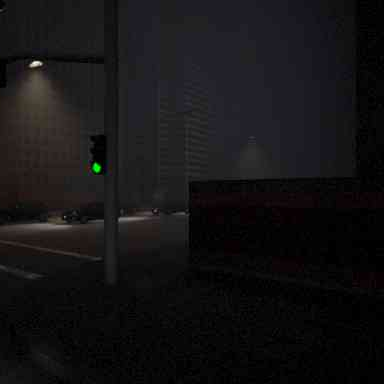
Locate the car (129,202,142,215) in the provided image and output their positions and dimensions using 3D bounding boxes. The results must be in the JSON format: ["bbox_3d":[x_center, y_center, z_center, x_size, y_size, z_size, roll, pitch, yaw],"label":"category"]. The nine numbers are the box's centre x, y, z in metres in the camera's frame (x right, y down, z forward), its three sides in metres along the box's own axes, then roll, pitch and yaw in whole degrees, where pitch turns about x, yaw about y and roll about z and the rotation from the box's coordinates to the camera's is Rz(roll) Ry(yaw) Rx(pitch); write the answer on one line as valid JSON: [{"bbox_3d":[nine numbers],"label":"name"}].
[{"bbox_3d":[-7.159,1.547,31.503,2.033,1.411,5.357,0,0,36],"label":"car"}]

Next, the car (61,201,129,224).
[{"bbox_3d":[-7.437,1.505,25.146,1.837,1.490,4.892,0,0,36],"label":"car"}]

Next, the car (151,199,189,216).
[{"bbox_3d":[-1.936,1.491,32.742,2.128,1.511,4.902,0,0,36],"label":"car"}]

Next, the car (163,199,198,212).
[{"bbox_3d":[-1.359,1.564,39.496,1.994,1.385,4.181,0,0,36],"label":"car"}]

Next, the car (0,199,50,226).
[{"bbox_3d":[-12.699,1.352,23.818,2.097,1.767,4.553,0,0,36],"label":"car"}]
